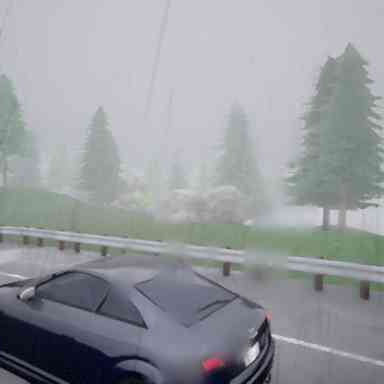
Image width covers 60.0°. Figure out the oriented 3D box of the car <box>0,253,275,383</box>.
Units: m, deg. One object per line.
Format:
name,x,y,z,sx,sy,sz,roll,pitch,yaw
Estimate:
car,-1.100,1.543,4.334,4.181,1.385,1.994,0,0,33
